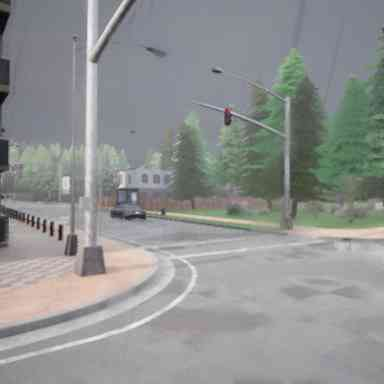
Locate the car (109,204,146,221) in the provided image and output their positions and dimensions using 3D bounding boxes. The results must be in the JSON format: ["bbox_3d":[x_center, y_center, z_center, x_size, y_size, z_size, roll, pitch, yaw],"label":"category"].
[{"bbox_3d":[-5.644,1.684,28.887,1.994,1.385,4.181,1,-1,-35],"label":"car"}]
